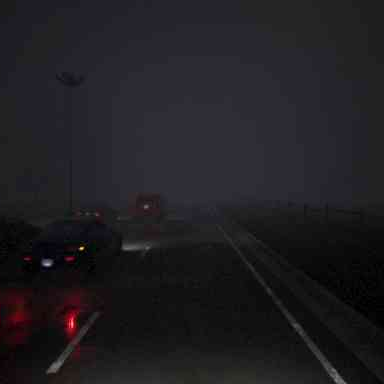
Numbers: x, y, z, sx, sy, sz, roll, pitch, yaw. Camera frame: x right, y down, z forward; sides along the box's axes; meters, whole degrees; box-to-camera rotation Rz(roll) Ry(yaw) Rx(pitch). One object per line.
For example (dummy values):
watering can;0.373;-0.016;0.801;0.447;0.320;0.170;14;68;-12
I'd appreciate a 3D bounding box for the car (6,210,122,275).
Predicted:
car;-3.454;1.516;10.286;1.812;1.442;4.674;0;0;1

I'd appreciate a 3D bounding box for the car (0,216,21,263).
car;-6.942;1.551;11.919;1.994;1.385;4.181;0;0;0

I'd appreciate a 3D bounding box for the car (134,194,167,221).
car;-3.333;1.196;27.374;2.150;2.045;5.566;0;0;1

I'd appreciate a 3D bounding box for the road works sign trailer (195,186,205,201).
road works sign trailer;2.053;0.380;84.478;2.380;3.560;2.880;0;0;7

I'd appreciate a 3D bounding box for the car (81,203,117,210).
car;-6.899;1.523;24.716;2.033;1.411;5.357;0;0;1
